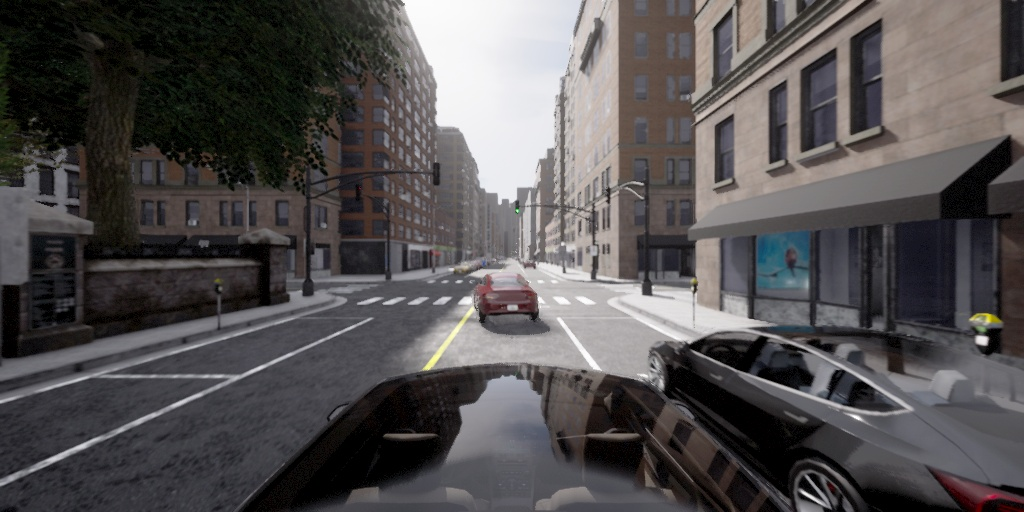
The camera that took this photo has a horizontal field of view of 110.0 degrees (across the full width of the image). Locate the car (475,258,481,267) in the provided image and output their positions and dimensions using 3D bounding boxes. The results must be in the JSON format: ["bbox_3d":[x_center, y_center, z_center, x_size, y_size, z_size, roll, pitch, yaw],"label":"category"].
[{"bbox_3d":[-5.666,1.341,46.967,2.007,1.370,4.403,0,0,0],"label":"car"}]

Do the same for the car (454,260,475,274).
[{"bbox_3d":[-5.666,1.310,41.347,1.751,1.417,4.829,0,0,0],"label":"car"}]

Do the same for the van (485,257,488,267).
[{"bbox_3d":[-5.665,1.156,63.320,1.690,1.789,3.998,0,0,0],"label":"van"}]

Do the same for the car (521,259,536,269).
[{"bbox_3d":[2.860,1.246,57.904,1.967,1.591,4.097,0,0,0],"label":"car"}]

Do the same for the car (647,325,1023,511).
[{"bbox_3d":[2.856,1.318,3.528,1.948,1.339,4.313,0,0,0],"label":"car"}]

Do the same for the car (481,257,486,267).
[{"bbox_3d":[-5.665,1.352,57.869,1.888,1.381,4.507,0,0,0],"label":"car"}]

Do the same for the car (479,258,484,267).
[{"bbox_3d":[-5.665,1.343,52.418,1.888,1.381,4.507,0,0,0],"label":"car"}]

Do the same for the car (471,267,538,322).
[{"bbox_3d":[-0.329,1.286,12.352,1.812,1.442,4.674,0,0,-9],"label":"car"}]
